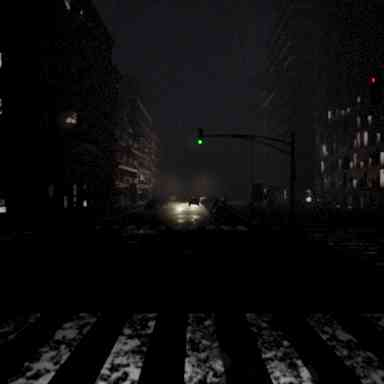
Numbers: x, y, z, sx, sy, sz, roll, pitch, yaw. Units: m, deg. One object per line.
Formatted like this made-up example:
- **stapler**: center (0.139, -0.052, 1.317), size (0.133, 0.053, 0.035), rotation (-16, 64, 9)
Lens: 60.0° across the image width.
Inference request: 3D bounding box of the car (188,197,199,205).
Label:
- **car**: center (0.298, 1.926, 70.563), size (2.128, 1.511, 4.902), rotation (0, 0, 0)

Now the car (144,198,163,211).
- **car**: center (-5.523, 1.848, 46.379), size (1.947, 1.339, 4.313), rotation (-1, 0, 0)

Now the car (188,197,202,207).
- **car**: center (0.333, 1.863, 60.362), size (1.837, 1.490, 4.892), rotation (0, 0, 0)

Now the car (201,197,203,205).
- **car**: center (2.846, 1.859, 52.025), size (1.887, 1.381, 4.507), rotation (-1, 0, 0)

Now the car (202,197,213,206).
- **car**: center (2.889, 1.813, 63.317), size (1.967, 1.590, 4.097), rotation (-1, 0, 0)

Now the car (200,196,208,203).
- **car**: center (3.014, 1.921, 85.900), size (1.967, 1.590, 4.097), rotation (-1, 0, 0)

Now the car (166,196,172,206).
- **car**: center (-5.457, 1.917, 63.316), size (1.887, 1.381, 4.507), rotation (-1, 0, 0)

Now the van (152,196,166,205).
- **van**: center (-5.504, 1.654, 52.026), size (1.690, 1.788, 3.998), rotation (-1, 0, 0)

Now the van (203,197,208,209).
- **van**: center (2.822, 1.624, 46.381), size (1.690, 1.788, 3.998), rotation (-1, 0, 0)

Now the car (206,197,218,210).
- **car**: center (2.779, 1.659, 35.089), size (1.967, 1.590, 4.097), rotation (-1, 0, 0)

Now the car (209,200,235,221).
- **car**: center (2.759, 1.731, 29.442), size (1.887, 1.381, 4.507), rotation (-1, 0, 0)

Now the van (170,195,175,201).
- **van**: center (-5.415, 1.769, 74.611), size (1.690, 1.788, 3.998), rotation (-1, 0, 0)

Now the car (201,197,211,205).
- **car**: center (2.917, 1.841, 68.963), size (1.967, 1.590, 4.097), rotation (-1, 0, 0)
